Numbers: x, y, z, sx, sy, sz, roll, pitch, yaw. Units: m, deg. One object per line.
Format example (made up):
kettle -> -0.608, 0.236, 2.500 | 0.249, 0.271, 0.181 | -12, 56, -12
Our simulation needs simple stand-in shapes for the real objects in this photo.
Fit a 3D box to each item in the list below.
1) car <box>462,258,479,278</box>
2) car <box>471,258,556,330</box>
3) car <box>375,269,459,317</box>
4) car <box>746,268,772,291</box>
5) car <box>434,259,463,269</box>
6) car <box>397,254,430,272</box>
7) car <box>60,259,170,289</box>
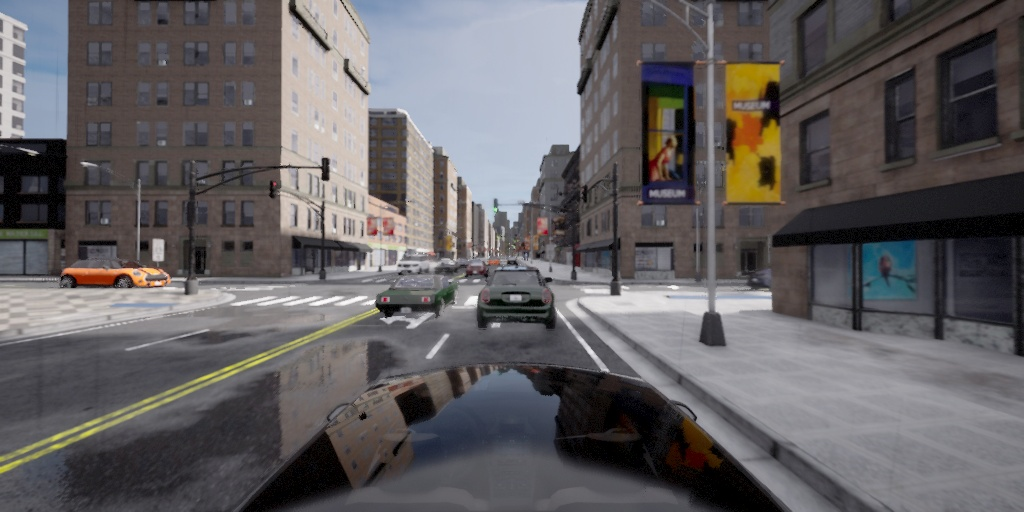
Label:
car -> -3.152, 1.183, 32.966 | 1.812, 1.442, 4.674 | 0, 0, 0
car -> 0.215, 1.077, 11.228 | 2.097, 1.767, 4.553 | 0, 0, 3
car -> -3.151, 1.320, 12.904 | 1.895, 1.301, 4.718 | 0, 0, 0
car -> 15.700, 1.324, 20.237 | 4.181, 1.385, 1.994 | 0, -1, 0
car -> -6.596, 1.247, 36.644 | 1.895, 1.301, 4.718 | 0, 0, 0
car -> -9.854, 0.866, 36.319 | 2.150, 2.045, 5.566 | 0, 1, 0
car -> -22.137, 0.959, 20.157 | 4.553, 1.767, 2.097 | 0, -1, 0
